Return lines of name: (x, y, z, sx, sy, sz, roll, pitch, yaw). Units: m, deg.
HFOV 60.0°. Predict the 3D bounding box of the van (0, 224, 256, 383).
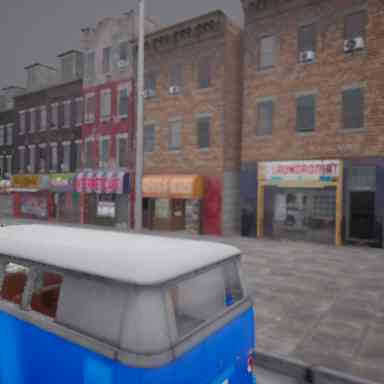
van: (-1.294, 1.336, 3.707, 3.998, 1.788, 1.690, 0, 1, 36)
